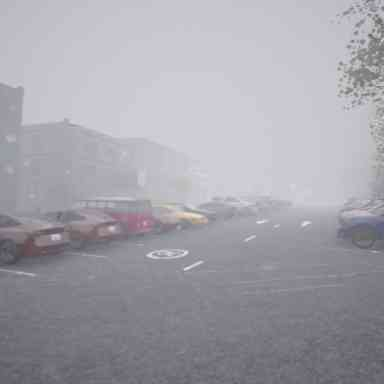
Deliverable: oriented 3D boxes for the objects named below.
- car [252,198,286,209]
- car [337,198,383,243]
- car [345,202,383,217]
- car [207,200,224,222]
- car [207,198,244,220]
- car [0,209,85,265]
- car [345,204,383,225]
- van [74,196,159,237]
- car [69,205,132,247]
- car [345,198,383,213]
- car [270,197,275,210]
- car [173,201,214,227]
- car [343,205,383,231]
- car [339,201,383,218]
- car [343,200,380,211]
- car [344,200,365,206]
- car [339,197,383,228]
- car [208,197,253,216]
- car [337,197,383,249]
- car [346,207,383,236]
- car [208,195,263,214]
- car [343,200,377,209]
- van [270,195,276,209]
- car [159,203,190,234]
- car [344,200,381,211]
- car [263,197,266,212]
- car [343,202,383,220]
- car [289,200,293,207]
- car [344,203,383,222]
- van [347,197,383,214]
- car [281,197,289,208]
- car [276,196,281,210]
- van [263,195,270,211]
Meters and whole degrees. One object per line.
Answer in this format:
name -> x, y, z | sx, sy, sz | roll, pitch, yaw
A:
car -> 12.151, 1.814, 52.253 | 4.892, 1.521, 2.231 | 1, 0, 24
car -> 10.234, 1.382, 16.441 | 5.566, 2.045, 2.435 | 1, 0, 24
car -> 19.451, 1.876, 36.721 | 4.674, 1.452, 2.002 | 1, 0, 24
car -> -0.596, 1.511, 24.176 | 5.008, 1.535, 2.097 | 1, 0, 24
car -> 1.696, 1.586, 29.294 | 4.792, 1.488, 2.163 | 1, 0, 24
car -> -6.403, 1.445, 11.423 | 4.792, 1.488, 2.163 | 1, 0, 24
car -> 14.880, 1.755, 26.561 | 4.792, 1.488, 2.163 | 1, 0, 24
van -> -4.165, 1.226, 16.566 | 4.442, 1.987, 1.878 | 1, 0, 24
car -> -5.245, 1.464, 13.976 | 4.792, 1.488, 2.163 | 1, 0, 24
car -> 22.880, 1.796, 44.339 | 4.553, 1.767, 2.185 | 1, 0, 24
car -> 7.503, 1.695, 42.049 | 4.892, 1.521, 2.231 | 1, 0, 24
car -> -1.578, 1.490, 21.547 | 5.366, 1.575, 1.946 | 1, 0, 24
car -> 12.551, 1.676, 21.502 | 5.008, 1.535, 2.097 | 1, 0, 24
car -> 18.135, 1.803, 34.261 | 5.366, 1.575, 1.946 | 1, 0, 24
car -> 26.372, 2.028, 51.928 | 5.008, 1.535, 2.097 | 1, -1, 25
car -> 40.478, 2.708, 82.914 | 4.674, 1.452, 2.002 | 1, -1, 25
car -> 13.684, 1.448, 24.051 | 5.566, 2.045, 2.435 | 1, 0, 24
car -> 2.874, 1.584, 31.832 | 4.892, 1.521, 2.231 | 1, 0, 24
car -> 9.136, 1.364, 14.016 | 5.566, 2.045, 2.435 | 1, 0, 24
car -> 11.455, 1.695, 19.078 | 4.674, 1.452, 2.002 | 1, 0, 24
car -> 4.066, 1.360, 34.376 | 5.566, 2.045, 2.435 | 1, 0, 24
car -> 28.670, 2.117, 56.999 | 5.008, 1.535, 2.097 | 1, -1, 25
van -> 8.564, 1.495, 44.649 | 4.442, 1.987, 1.878 | 1, 0, 24
car -> -2.878, 1.502, 19.058 | 4.792, 1.488, 2.163 | 1, 0, 24
car -> 25.214, 2.030, 49.392 | 4.674, 1.452, 2.002 | 1, -1, 25
car -> 5.189, 1.638, 36.943 | 5.008, 1.535, 2.097 | 1, 0, 24
car -> 17.148, 1.780, 31.649 | 5.008, 1.535, 2.097 | 1, 0, 24
car -> 14.497, 1.638, 57.347 | 5.566, 2.045, 2.435 | 1, -1, 24
car -> 15.977, 1.782, 29.122 | 4.792, 1.488, 2.163 | 1, 0, 24
van -> 21.866, 1.666, 41.747 | 4.442, 1.987, 1.878 | 1, 0, 24
car -> 11.014, 1.530, 49.692 | 5.566, 2.045, 2.435 | 1, 0, 24
car -> 9.799, 1.624, 47.167 | 4.553, 1.767, 2.185 | 1, 0, 24
van -> 6.460, 1.442, 39.447 | 4.442, 1.987, 1.878 | 1, 0, 24
